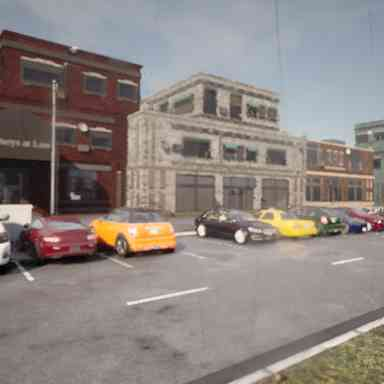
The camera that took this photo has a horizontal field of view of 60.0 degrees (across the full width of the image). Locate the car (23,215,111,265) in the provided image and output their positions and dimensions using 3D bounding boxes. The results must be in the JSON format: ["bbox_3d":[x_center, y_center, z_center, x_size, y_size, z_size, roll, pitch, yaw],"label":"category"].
[{"bbox_3d":[-4.833,1.540,11.842,2.002,1.452,4.674,1,-1,-36],"label":"car"}]

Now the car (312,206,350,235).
[{"bbox_3d":[6.503,1.585,19.886,2.185,1.767,4.553,1,-1,-36],"label":"car"}]

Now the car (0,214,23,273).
[{"bbox_3d":[-7.075,1.219,10.212,2.435,2.045,5.566,1,0,-35],"label":"car"}]

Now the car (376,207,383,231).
[{"bbox_3d":[11.002,1.802,23.131,2.097,1.535,5.008,1,-1,-35],"label":"car"}]

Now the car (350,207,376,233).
[{"bbox_3d":[8.759,1.785,21.491,2.163,1.488,4.792,1,-1,-35],"label":"car"}]

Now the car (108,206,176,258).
[{"bbox_3d":[-2.552,1.411,13.431,2.185,1.767,4.553,1,-1,-35],"label":"car"}]

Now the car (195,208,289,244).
[{"bbox_3d":[2.051,1.624,16.756,2.231,1.521,4.892,1,-1,-35],"label":"car"}]

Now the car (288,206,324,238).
[{"bbox_3d":[4.211,1.665,18.514,1.946,1.575,5.366,1,-1,-35],"label":"car"}]
